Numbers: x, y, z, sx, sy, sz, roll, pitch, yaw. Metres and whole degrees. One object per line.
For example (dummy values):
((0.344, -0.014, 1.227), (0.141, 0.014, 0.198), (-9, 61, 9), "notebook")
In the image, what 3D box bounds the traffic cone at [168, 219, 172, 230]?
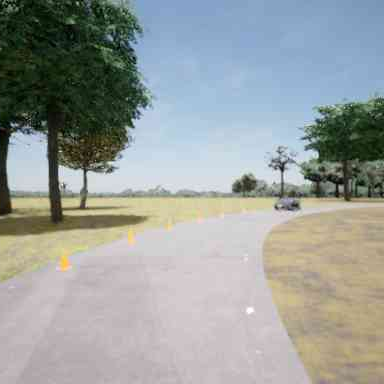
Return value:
((-1.323, 1.926, 19.832), (0.340, 0.580, 0.340), (0, 0, 18), "traffic cone")

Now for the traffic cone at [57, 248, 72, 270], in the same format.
((-3.727, 1.938, 9.716), (0.340, 0.580, 0.340), (0, 0, 9), "traffic cone")

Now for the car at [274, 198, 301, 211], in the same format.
((11.118, 1.405, 38.655), (2.128, 1.511, 4.902), (0, 0, 37), "car")

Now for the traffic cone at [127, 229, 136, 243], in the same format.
((-2.734, 1.932, 14.823), (0.340, 0.580, 0.340), (0, 0, 13), "traffic cone")

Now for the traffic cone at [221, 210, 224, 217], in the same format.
((2.713, 1.909, 29.415), (0.340, 0.580, 0.340), (0, 0, 28), "traffic cone")
